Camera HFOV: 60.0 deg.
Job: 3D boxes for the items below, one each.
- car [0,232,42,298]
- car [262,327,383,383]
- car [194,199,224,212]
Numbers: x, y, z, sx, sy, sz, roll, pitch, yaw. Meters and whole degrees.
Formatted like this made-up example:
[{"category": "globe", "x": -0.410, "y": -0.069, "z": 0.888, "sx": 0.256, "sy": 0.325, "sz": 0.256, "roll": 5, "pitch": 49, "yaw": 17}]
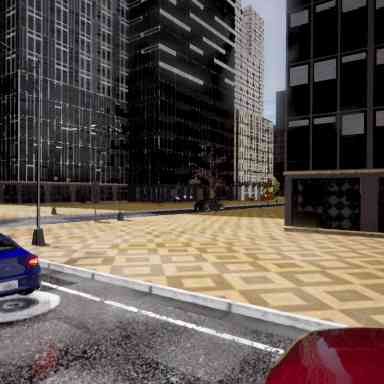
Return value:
[{"category": "car", "x": -5.160, "y": 1.523, "z": 7.371, "sx": 4.674, "sy": 1.442, "sz": 1.812, "roll": 0, "pitch": 0, "yaw": 36}, {"category": "car", "x": 2.437, "y": 1.564, "z": 1.937, "sx": 4.181, "sy": 1.385, "sz": 1.994, "roll": 0, "pitch": 0, "yaw": 35}, {"category": "car", "x": 2.150, "y": 1.672, "z": 41.048, "sx": 1.837, "sy": 1.490, "sz": 4.892, "roll": 1, "pitch": 0, "yaw": 37}]
